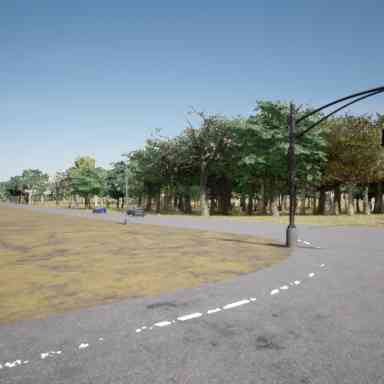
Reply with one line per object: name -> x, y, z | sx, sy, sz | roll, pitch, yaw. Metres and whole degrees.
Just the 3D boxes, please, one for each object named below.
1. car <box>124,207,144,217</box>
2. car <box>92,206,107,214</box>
car -> -9.205, 3.081, 52.670 | 2.128, 1.511, 4.902 | 1, -2, -33
car -> -18.732, 3.624, 67.205 | 1.812, 1.442, 4.674 | 1, -2, -33
